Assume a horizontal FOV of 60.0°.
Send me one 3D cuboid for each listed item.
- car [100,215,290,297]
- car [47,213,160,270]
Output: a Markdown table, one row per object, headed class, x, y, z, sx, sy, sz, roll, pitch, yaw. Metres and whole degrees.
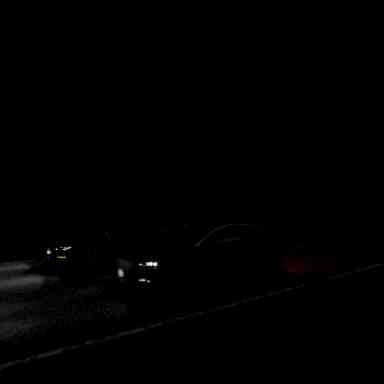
| class | x | y | z | sx | sy | sz | roll | pitch | yaw |
| --- | --- | --- | --- | --- | --- | --- | --- | --- | --- |
| car | 0.459 | 1.471 | 8.618 | 4.902 | 1.511 | 2.128 | 0 | 0 | -35 |
| car | -2.174 | 1.488 | 11.040 | 4.892 | 1.490 | 1.837 | 0 | 0 | -36 |
